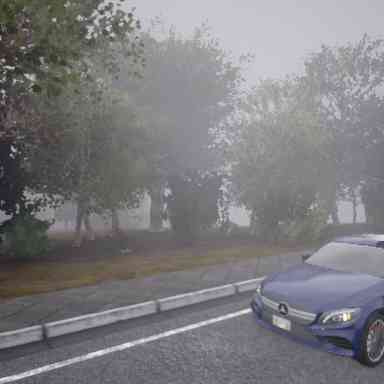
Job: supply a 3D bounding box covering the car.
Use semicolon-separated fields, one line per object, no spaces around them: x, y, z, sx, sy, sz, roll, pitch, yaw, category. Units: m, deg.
3.124;1.531;5.897;4.674;1.442;1.812;0;0;-35;car
